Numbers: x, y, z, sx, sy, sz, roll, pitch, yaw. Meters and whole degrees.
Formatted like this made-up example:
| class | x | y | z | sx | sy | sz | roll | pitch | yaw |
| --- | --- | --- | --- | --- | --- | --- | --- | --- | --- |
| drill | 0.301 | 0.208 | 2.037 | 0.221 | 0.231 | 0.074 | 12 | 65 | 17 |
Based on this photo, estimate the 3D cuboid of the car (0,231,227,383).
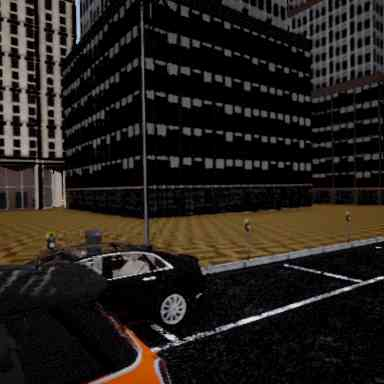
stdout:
| class | x | y | z | sx | sy | sz | roll | pitch | yaw |
| --- | --- | --- | --- | --- | --- | --- | --- | --- | --- |
| car | -1.786 | 1.550 | 5.301 | 4.403 | 1.369 | 2.008 | 0 | -1 | -36 |

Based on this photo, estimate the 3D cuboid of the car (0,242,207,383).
| class | x | y | z | sx | sy | sz | roll | pitch | yaw |
| --- | --- | --- | --- | --- | --- | --- | --- | --- | --- |
| car | -2.288 | 1.357 | 1.621 | 4.553 | 1.767 | 2.097 | 0 | 0 | -36 |
